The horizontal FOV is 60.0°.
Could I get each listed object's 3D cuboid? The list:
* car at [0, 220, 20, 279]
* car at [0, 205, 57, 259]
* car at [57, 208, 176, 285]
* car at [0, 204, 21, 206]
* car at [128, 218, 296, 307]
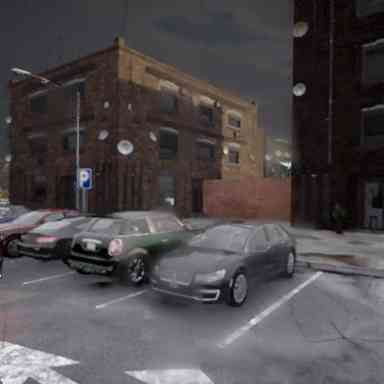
[{"bbox_3d":[-6.371,1.426,7.927,4.892,1.490,1.837,1,0,35],"label":"car"},{"bbox_3d":[-5.676,1.427,13.000,2.097,1.535,5.008,1,0,35],"label":"car"},{"bbox_3d":[-1.206,1.331,9.771,2.185,1.767,4.553,0,0,35],"label":"car"},{"bbox_3d":[-7.947,1.282,14.572,2.185,1.767,4.553,1,0,35],"label":"car"},{"bbox_3d":[1.065,1.470,8.200,2.231,1.521,4.892,0,0,35],"label":"car"}]
